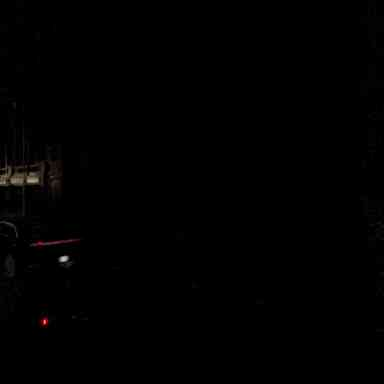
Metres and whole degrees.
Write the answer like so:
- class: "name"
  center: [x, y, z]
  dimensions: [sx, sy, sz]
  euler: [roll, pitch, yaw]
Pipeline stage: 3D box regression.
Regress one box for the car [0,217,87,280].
- class: "car"
  center: [-5.167, 1.530, 10.202]
  dimensions: [4.902, 1.511, 2.128]
  euler: [0, 0, 41]
